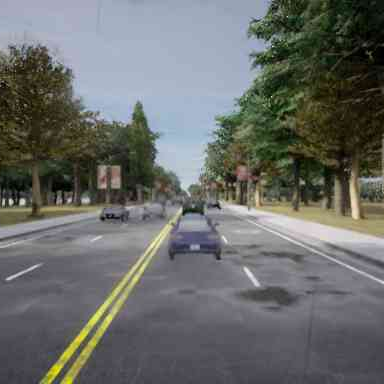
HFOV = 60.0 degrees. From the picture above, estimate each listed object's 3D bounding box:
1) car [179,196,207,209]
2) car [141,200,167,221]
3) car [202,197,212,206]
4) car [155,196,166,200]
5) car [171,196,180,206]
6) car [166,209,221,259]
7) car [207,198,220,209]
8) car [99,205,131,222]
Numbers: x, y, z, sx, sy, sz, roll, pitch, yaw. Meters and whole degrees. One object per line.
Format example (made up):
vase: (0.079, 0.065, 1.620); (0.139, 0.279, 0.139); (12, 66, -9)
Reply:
car: (0.089, 1.493, 34.067); (2.150, 2.045, 5.566); (0, -1, 0)
car: (-3.344, 1.763, 30.305); (1.812, 1.442, 4.674); (0, 0, 0)
car: (3.253, 2.040, 72.962); (2.097, 1.767, 4.553); (0, -1, 0)
car: (-6.497, 1.830, 69.307); (2.150, 2.045, 5.566); (0, -1, 0)
car: (-3.246, 1.883, 71.533); (2.150, 2.045, 5.566); (0, -1, 0)
car: (0.100, 1.622, 12.938); (1.812, 1.442, 4.674); (0, 0, 0)
car: (3.351, 1.820, 53.750); (2.097, 1.767, 4.553); (0, -1, 0)
car: (-6.592, 1.788, 28.790); (1.994, 1.385, 4.181); (0, 0, 0)
